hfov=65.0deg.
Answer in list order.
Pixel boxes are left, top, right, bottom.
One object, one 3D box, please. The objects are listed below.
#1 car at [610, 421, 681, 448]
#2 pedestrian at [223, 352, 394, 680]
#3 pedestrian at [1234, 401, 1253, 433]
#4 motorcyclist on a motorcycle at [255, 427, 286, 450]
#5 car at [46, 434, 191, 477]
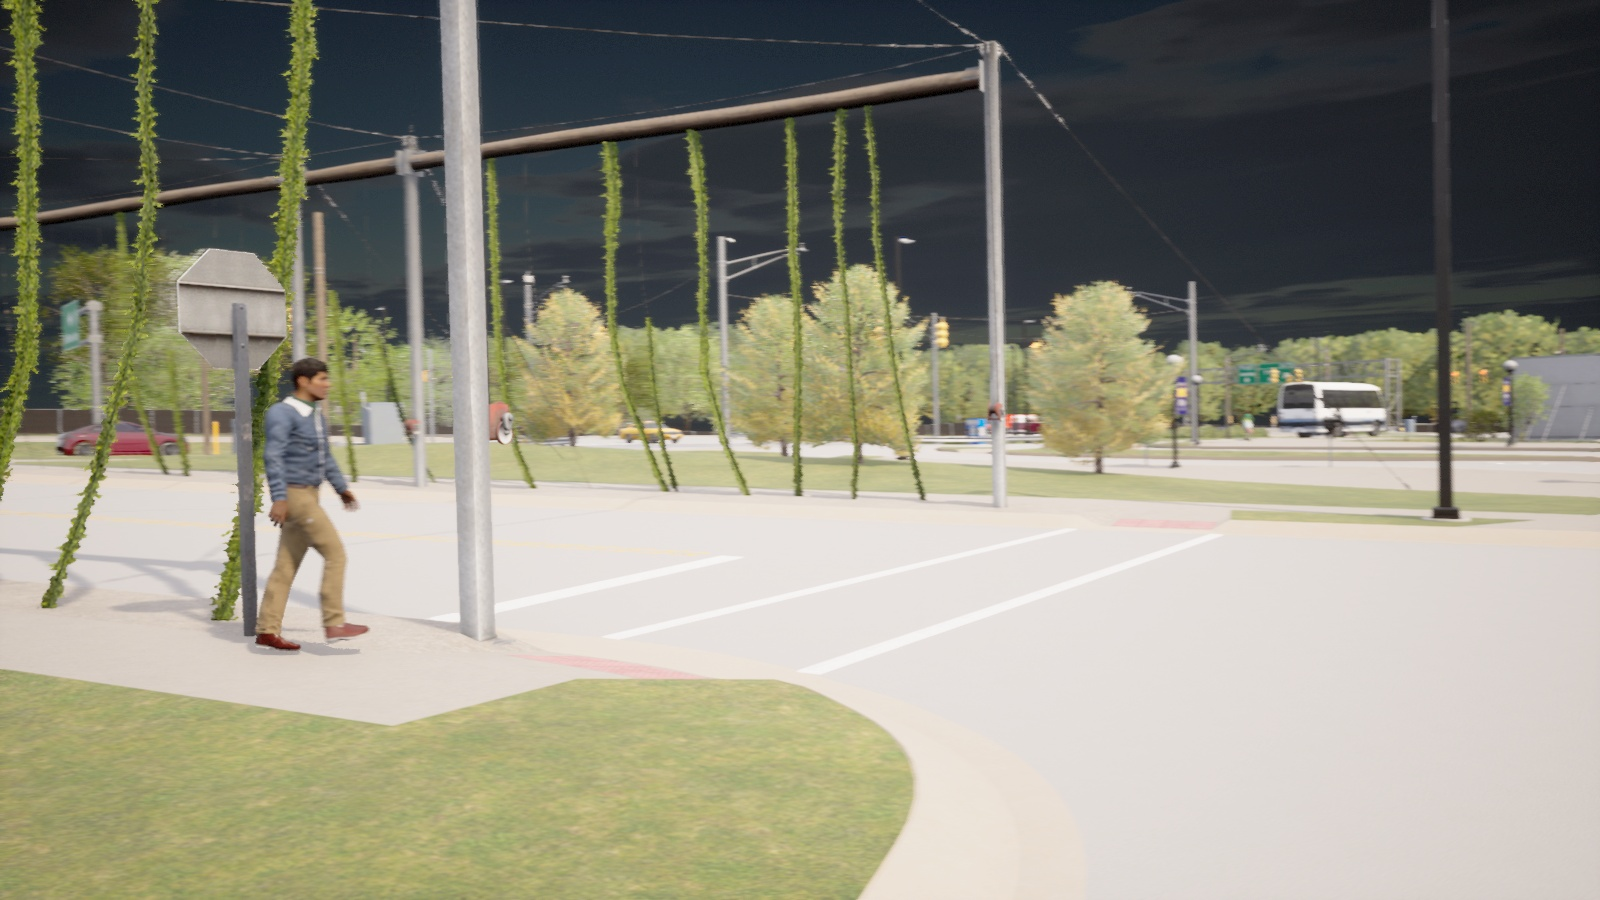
[{"bbox_3d":[-9.885,-0.973,79.947,1.801,1.575,5.366,-2,1,-39],"label":"car"},{"bbox_3d":[-3.038,0.398,7.806,0.788,1.949,0.423,-3,1,-1],"label":"pedestrian"},{"bbox_3d":[27.838,-2.095,78.854,0.873,1.952,0.659,-4,2,-37],"label":"pedestrian"},{"bbox_3d":[-37.025,-0.805,87.783,1.817,1.590,0.866,-2,1,-39],"label":"motorcyclist on a motorcycle"},{"bbox_3d":[-24.143,0.190,44.525,4.181,1.385,1.994,-2,0,-39],"label":"car"}]
